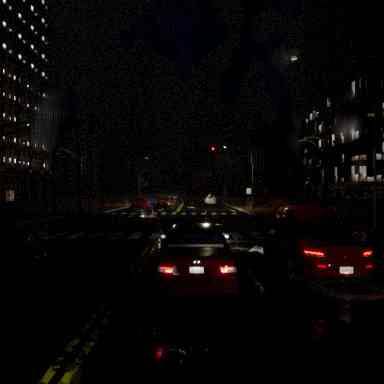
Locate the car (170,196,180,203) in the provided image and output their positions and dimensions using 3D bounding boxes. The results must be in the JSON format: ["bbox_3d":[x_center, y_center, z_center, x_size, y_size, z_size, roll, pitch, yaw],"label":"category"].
[{"bbox_3d":[-3.441,1.471,69.201,1.994,1.385,4.181,0,0,-1],"label":"car"}]

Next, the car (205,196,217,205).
[{"bbox_3d":[3.264,1.456,58.608,1.812,1.442,4.674,0,0,0],"label":"car"}]

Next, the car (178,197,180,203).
[{"bbox_3d":[-3.425,1.421,59.167,2.128,1.511,4.902,0,0,0],"label":"car"}]

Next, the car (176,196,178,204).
[{"bbox_3d":[-3.419,1.455,49.547,1.837,1.490,4.892,0,0,0],"label":"car"}]

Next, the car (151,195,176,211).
[{"bbox_3d":[-3.407,1.319,40.655,2.097,1.767,4.553,0,0,0],"label":"car"}]

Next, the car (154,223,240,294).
[{"bbox_3d":[0.087,1.544,8.904,2.033,1.411,5.357,0,0,0],"label":"car"}]

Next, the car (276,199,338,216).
[{"bbox_3d":[9.102,1.375,26.660,4.553,1.767,2.097,0,1,-3],"label":"car"}]

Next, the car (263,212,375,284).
[{"bbox_3d":[3.336,1.522,9.489,1.812,1.442,4.674,0,0,0],"label":"car"}]

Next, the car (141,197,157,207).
[{"bbox_3d":[-6.676,1.470,52.197,1.812,1.442,4.674,0,0,0],"label":"car"}]

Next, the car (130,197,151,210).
[{"bbox_3d":[-6.662,1.441,42.276,1.882,1.535,5.008,0,0,0],"label":"car"}]

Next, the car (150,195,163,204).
[{"bbox_3d":[-6.681,1.427,62.562,1.837,1.490,4.892,0,0,0],"label":"car"}]
